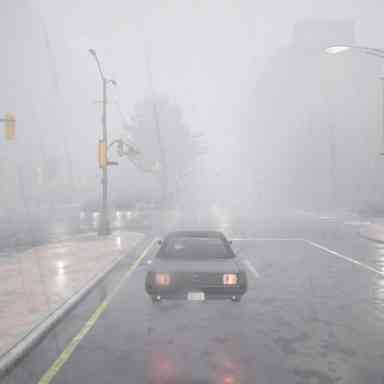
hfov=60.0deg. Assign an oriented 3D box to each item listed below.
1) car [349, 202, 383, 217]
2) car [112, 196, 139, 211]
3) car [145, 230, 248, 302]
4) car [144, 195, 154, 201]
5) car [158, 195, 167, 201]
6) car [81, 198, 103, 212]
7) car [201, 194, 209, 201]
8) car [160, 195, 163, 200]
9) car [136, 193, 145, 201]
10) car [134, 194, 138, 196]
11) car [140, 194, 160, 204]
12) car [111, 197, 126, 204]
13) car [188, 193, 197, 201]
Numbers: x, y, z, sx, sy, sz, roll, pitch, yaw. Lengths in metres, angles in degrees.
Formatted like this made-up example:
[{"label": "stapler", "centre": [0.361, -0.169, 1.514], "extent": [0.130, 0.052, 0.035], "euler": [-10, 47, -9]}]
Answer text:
[{"label": "car", "centre": [16.910, 1.600, 30.028], "extent": [4.718, 1.301, 1.895], "euler": [0, 0, 0]}, {"label": "car", "centre": [-8.072, 1.564, 40.660], "extent": [1.994, 1.385, 4.181], "euler": [0, 0, 0]}, {"label": "car", "centre": [0.080, 1.601, 8.233], "extent": [1.895, 1.301, 4.718], "euler": [0, 0, 0]}, {"label": "car", "centre": [-11.437, 1.541, 88.470], "extent": [1.994, 1.385, 4.181], "euler": [0, 0, 0]}, {"label": "car", "centre": [-7.937, 1.525, 89.268], "extent": [2.033, 1.411, 5.357], "euler": [0, 0, 0]}, {"label": "car", "centre": [-11.573, 1.504, 39.233], "extent": [1.837, 1.490, 4.892], "euler": [0, 0, 0]}, {"label": "car", "centre": [3.561, 1.519, 86.915], "extent": [2.128, 1.511, 4.902], "euler": [0, 0, 0]}, {"label": "car", "centre": [-7.948, 1.552, 74.223], "extent": [1.994, 1.385, 4.181], "euler": [0, 0, 0]}, {"label": "car", "centre": [-11.448, 1.225, 73.780], "extent": [2.150, 2.045, 5.566], "euler": [0, 0, 0]}, {"label": "car", "centre": [-11.525, 1.525, 60.388], "extent": [1.812, 1.442, 4.674], "euler": [0, 0, 0]}, {"label": "car", "centre": [-8.005, 1.547, 63.916], "extent": [2.033, 1.411, 5.357], "euler": [0, 0, 1]}, {"label": "car", "centre": [-14.702, 1.595, 66.897], "extent": [1.895, 1.301, 4.718], "euler": [0, 0, 0]}, {"label": "car", "centre": [0.061, 1.218, 86.531], "extent": [2.150, 2.045, 5.566], "euler": [0, 0, 0]}]
